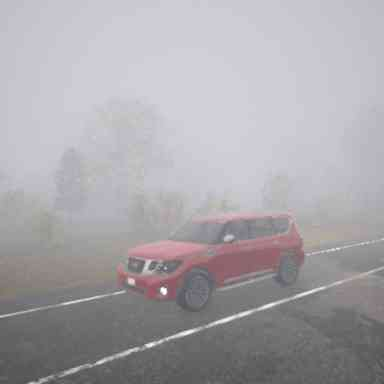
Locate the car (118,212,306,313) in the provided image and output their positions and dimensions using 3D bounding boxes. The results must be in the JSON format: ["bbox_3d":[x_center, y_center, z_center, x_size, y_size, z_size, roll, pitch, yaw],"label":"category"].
[{"bbox_3d":[0.815,1.611,9.002,5.566,2.045,2.150,0,-3,-39],"label":"car"}]
